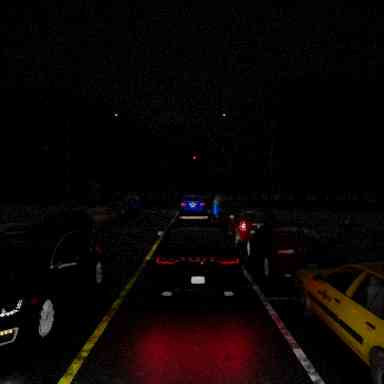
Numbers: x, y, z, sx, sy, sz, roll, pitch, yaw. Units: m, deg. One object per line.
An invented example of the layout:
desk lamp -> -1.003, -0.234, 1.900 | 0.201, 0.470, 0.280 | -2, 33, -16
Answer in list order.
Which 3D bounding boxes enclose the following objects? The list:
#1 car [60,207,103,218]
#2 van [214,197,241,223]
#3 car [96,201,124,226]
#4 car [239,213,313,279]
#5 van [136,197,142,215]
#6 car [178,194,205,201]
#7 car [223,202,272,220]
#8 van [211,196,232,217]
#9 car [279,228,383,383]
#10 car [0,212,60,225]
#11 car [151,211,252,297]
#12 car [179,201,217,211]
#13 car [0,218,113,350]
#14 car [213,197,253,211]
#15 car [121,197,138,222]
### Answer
car -> -5.773, 1.566, 15.283 | 1.947, 1.339, 4.313 | 0, 0, 0
van -> 2.747, 1.344, 26.162 | 1.690, 1.788, 3.998 | 0, 0, 0
car -> -5.775, 1.527, 20.551 | 1.752, 1.417, 4.829 | 0, 0, 0
car -> 2.755, 1.545, 9.850 | 1.887, 1.381, 4.507 | 0, 0, 0
van -> -5.781, 1.345, 31.596 | 1.690, 1.788, 3.998 | 0, 0, 0
car -> 0.009, 1.225, 29.438 | 2.150, 2.045, 5.566 | 0, 0, -2
car -> 2.752, 1.441, 15.287 | 1.967, 1.590, 4.097 | 0, 0, 0
van -> 2.745, 1.345, 31.600 | 1.690, 1.788, 3.998 | 0, 0, 0
car -> 2.758, 1.525, 4.582 | 1.752, 1.417, 4.829 | 0, 0, 0
car -> -5.770, 1.525, 9.676 | 1.752, 1.417, 4.829 | 0, 0, 0
car -> 0.090, 1.478, 8.627 | 1.882, 1.535, 5.008 | 0, 0, 0
car -> 0.087, 1.493, 19.071 | 2.128, 1.511, 4.902 | 0, 0, 0
car -> -3.103, 1.505, 6.503 | 1.837, 1.490, 4.892 | 0, 0, 0
car -> 2.750, 1.316, 20.725 | 2.192, 1.841, 5.009 | 0, 0, 0
car -> -5.778, 1.443, 26.158 | 1.967, 1.590, 4.097 | 0, 0, 0
